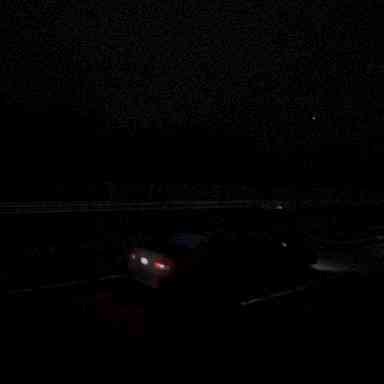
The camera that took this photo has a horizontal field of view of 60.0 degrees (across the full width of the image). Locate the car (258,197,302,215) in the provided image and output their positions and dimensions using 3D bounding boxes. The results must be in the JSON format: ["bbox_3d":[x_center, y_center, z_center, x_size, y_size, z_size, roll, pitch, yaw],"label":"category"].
[{"bbox_3d":[9.591,1.492,36.124,4.553,1.767,2.097,0,0,-34],"label":"car"}]

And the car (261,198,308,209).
[{"bbox_3d":[8.867,1.471,31.415,4.553,1.767,2.097,0,0,-34],"label":"car"}]

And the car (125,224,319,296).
[{"bbox_3d":[1.010,1.568,8.721,5.357,1.411,2.033,0,0,-35],"label":"car"}]

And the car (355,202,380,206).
[{"bbox_3d":[17.250,1.726,32.819,5.357,1.411,2.033,1,0,-34],"label":"car"}]
